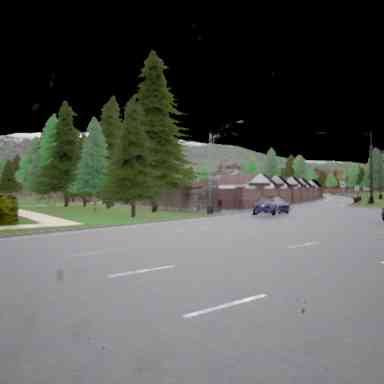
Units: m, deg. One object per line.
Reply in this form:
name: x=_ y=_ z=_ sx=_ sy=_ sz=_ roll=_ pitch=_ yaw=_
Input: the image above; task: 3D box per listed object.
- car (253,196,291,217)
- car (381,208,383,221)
car: x=7.263 y=1.173 z=29.868 sx=2.097 sy=1.767 sz=4.553 roll=0 pitch=0 yaw=36
car: x=14.820 y=1.330 z=22.912 sx=4.674 sy=1.442 sz=1.812 roll=-1 pitch=0 yaw=-36
